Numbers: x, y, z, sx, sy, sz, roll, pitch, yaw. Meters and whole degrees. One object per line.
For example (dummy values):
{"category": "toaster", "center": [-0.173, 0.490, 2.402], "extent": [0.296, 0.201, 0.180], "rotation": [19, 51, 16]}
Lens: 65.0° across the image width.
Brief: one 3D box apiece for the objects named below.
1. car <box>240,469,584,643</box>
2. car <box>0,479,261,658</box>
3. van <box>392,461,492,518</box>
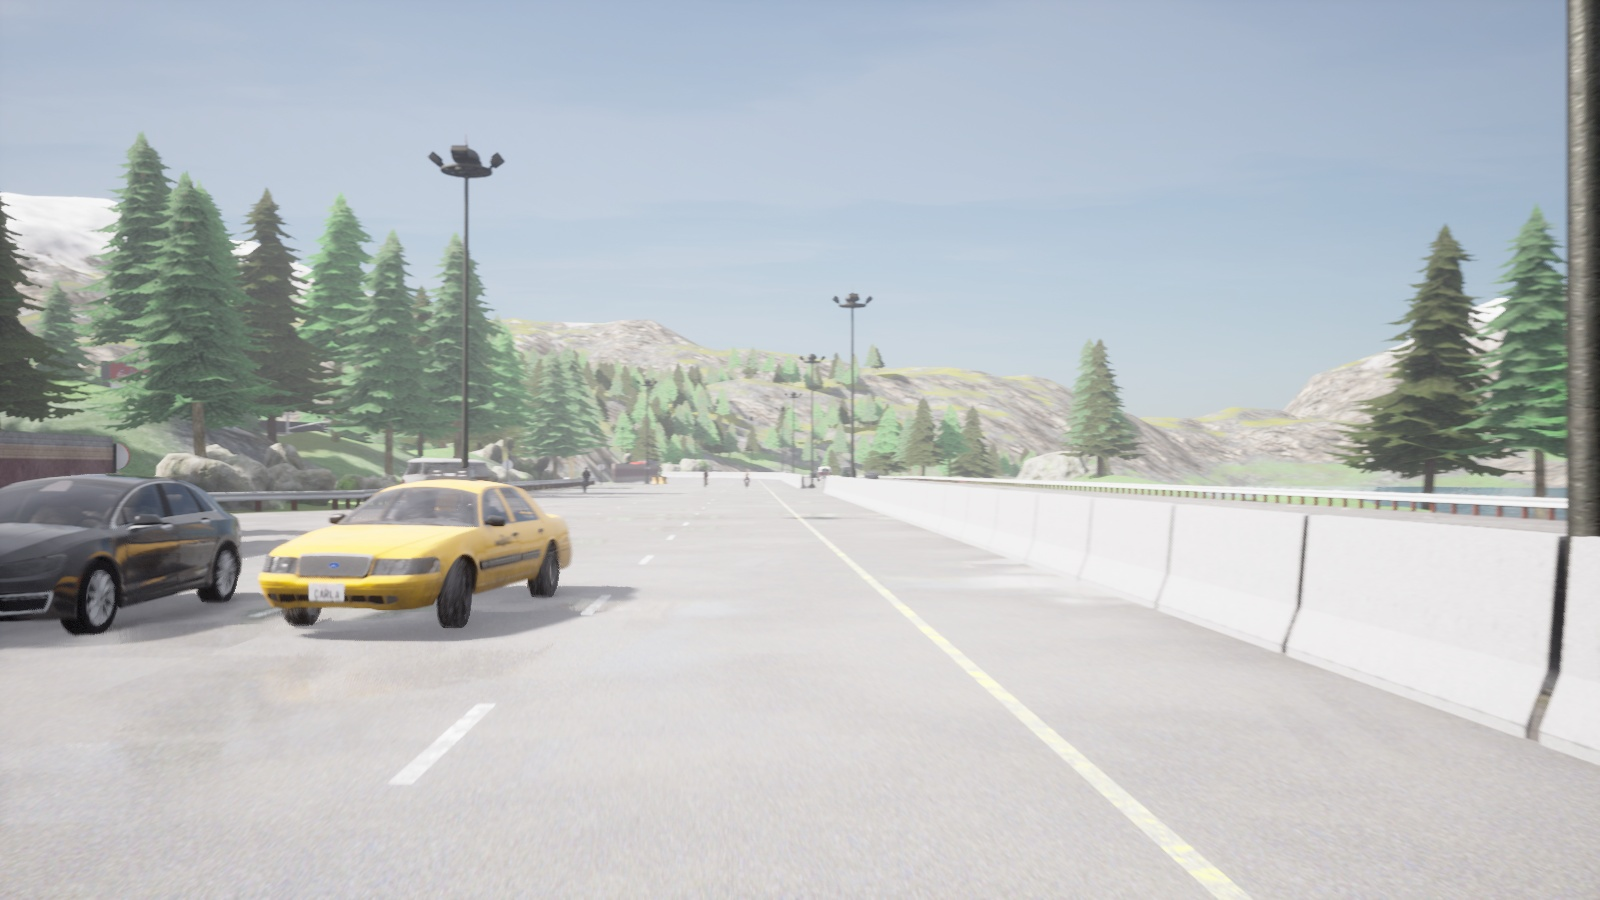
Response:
{"category": "car", "center": [-4.027, 1.010, 14.184], "extent": [1.801, 1.575, 5.366], "rotation": [0, -1, 5]}
{"category": "car", "center": [-7.559, 1.083, 13.236], "extent": [1.837, 1.490, 4.892], "rotation": [0, -1, -3]}
{"category": "van", "center": [-13.016, 1.398, 45.992], "extent": [1.775, 1.987, 4.442], "rotation": [0, -1, 9]}
